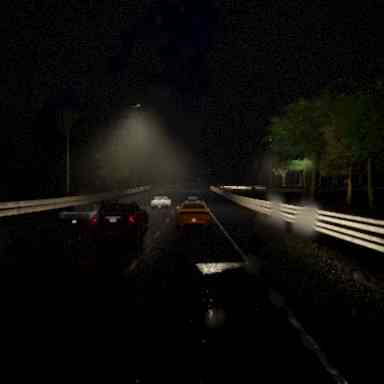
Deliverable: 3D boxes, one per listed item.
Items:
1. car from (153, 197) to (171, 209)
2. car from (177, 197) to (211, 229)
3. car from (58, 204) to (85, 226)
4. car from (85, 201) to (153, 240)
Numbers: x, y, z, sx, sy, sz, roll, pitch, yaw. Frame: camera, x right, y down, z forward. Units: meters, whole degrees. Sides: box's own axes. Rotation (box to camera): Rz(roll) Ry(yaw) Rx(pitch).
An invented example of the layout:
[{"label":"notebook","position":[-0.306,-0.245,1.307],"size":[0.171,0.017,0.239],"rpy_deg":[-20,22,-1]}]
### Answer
[{"label":"car","position":[-3.414,1.182,37.365],"size":[1.895,1.301,4.718],"rpy_deg":[0,1,0]},{"label":"car","position":[0.092,1.330,20.251],"size":[1.882,1.535,5.008],"rpy_deg":[0,0,0]},{"label":"car","position":[-6.908,1.440,21.742],"size":[1.895,1.301,4.718],"rpy_deg":[0,0,0]},{"label":"car","position":[-3.405,1.234,16.460],"size":[2.097,1.767,4.553],"rpy_deg":[0,0,0]}]
